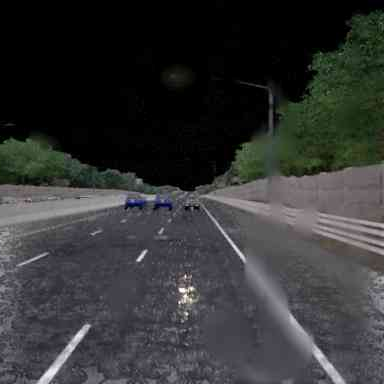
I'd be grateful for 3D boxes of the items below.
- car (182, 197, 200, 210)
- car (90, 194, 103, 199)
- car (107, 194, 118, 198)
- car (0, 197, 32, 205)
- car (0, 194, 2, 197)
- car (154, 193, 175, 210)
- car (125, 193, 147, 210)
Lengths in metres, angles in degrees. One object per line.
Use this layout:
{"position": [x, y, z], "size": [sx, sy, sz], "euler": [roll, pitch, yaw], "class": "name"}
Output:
{"position": [-0.004, 1.599, 41.845], "size": [1.895, 1.301, 4.718], "euler": [0, 0, 0], "class": "car"}
{"position": [-21.010, 1.083, 73.492], "size": [1.882, 1.535, 5.008], "euler": [0, 0, 0], "class": "car"}
{"position": [-17.510, 1.116, 73.493], "size": [1.837, 1.490, 4.892], "euler": [0, 0, 0], "class": "car"}
{"position": [-17.529, 1.509, 33.860], "size": [1.994, 1.385, 4.181], "euler": [0, 0, 1], "class": "car"}
{"position": [-21.019, 1.157, 33.162], "size": [2.150, 2.045, 5.566], "euler": [0, 0, 0], "class": "car"}
{"position": [-3.503, 1.209, 41.877], "size": [2.150, 2.045, 5.566], "euler": [0, 0, 0], "class": "car"}
{"position": [-7.004, 1.198, 41.876], "size": [2.150, 2.045, 5.566], "euler": [0, 0, 0], "class": "car"}
